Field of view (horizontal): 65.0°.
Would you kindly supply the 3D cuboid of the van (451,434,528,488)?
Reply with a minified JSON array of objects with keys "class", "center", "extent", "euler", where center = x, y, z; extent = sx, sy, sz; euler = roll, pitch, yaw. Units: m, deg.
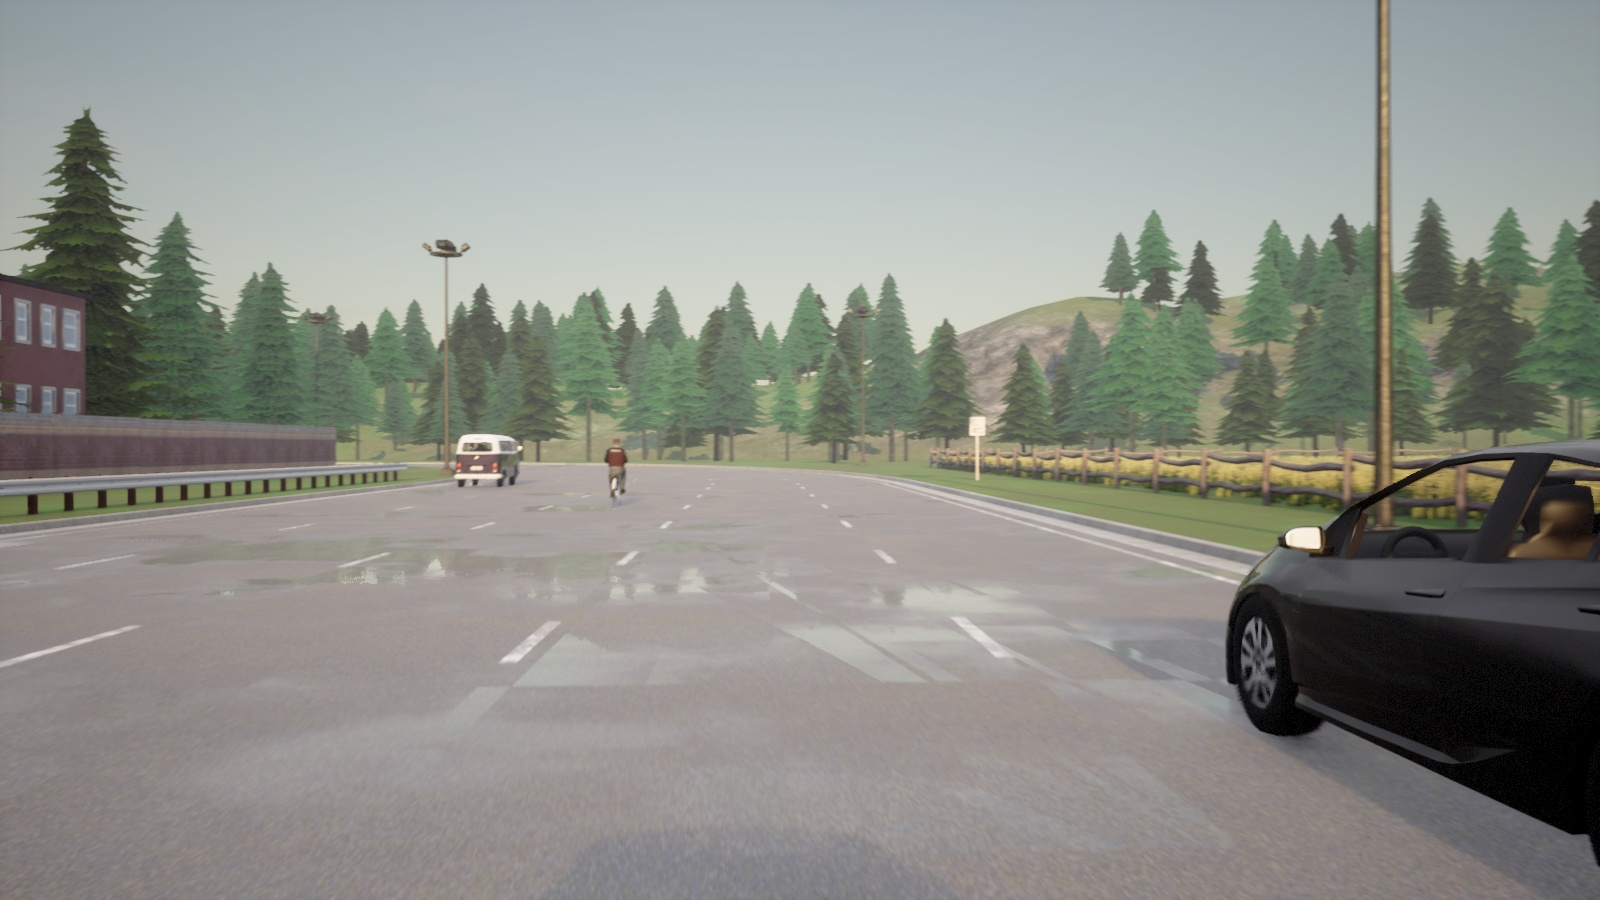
[{"class":"van","center":[-12.150,0.386,49.450],"extent":[2.069,2.038,4.480],"euler":[0,0,-2]}]

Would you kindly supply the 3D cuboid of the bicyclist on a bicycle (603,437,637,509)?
[{"class":"bicyclist on a bicycle","center":[-4.537,0.559,31.708],"extent":[0.659,1.776,1.843],"euler":[0,0,-2]}]

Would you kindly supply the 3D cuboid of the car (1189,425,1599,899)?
[{"class":"car","center":[3.352,0.682,5.120],"extent":[2.007,1.525,4.514],"euler":[0,0,-2]}]
